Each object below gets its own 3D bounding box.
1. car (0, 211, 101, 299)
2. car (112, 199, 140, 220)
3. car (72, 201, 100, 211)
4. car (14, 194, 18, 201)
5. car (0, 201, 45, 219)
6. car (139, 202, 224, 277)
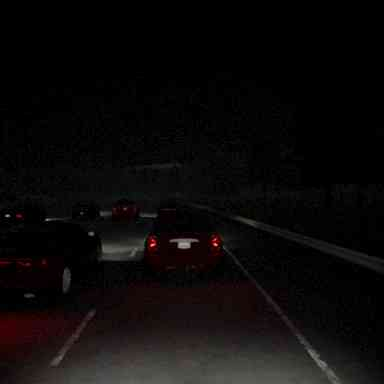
[{"bbox_3d":[-3.696,1.481,8.509,1.882,1.535,5.008,0,0,-3],"label":"car"},{"bbox_3d":[-5.548,1.350,28.315,2.097,1.767,4.553,0,0,-8],"label":"car"},{"bbox_3d":[-9.189,1.496,29.074,2.128,1.511,4.902,0,0,-8],"label":"car"},{"bbox_3d":[-27.837,1.242,49.928,2.150,2.045,5.566,0,0,-15],"label":"car"},{"bbox_3d":[-11.931,1.560,23.535,2.033,1.411,5.357,0,0,-7],"label":"car"},{"bbox_3d":[-0.301,1.348,10.413,2.097,1.767,4.553,0,0,-3],"label":"car"}]
